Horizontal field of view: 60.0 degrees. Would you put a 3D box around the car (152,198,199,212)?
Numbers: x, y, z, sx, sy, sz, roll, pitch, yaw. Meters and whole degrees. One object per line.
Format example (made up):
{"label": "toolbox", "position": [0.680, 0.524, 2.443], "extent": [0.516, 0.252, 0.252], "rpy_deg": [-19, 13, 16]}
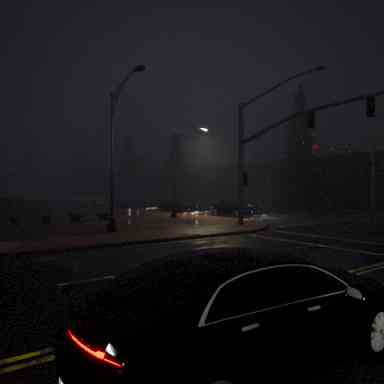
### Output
{"label": "car", "position": [-2.015, 1.547, 38.683], "extent": [2.033, 1.411, 5.357], "rpy_deg": [0, 0, -39]}

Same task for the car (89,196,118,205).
{"label": "car", "position": [-16.271, 1.478, 61.339], "extent": [5.008, 1.535, 1.882], "rpy_deg": [0, 0, 21]}

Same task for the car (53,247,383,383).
{"label": "car", "position": [0.823, 1.505, 4.384], "extent": [4.892, 1.490, 1.837], "rpy_deg": [0, 0, -35]}

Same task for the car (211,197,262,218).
{"label": "car", "position": [3.793, 1.505, 30.861], "extent": [1.837, 1.490, 4.892], "rpy_deg": [0, 0, -36]}

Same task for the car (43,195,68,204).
{"label": "car", "position": [-26.230, 1.352, 63.806], "extent": [4.553, 1.767, 2.097], "rpy_deg": [0, 0, 9]}

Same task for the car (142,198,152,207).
{"label": "car", "position": [-7.715, 1.564, 48.734], "extent": [4.181, 1.385, 1.994], "rpy_deg": [0, 0, 35]}

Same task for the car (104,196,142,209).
{"label": "car", "position": [-9.483, 1.526, 45.757], "extent": [4.674, 1.442, 1.812], "rpy_deg": [0, 0, 36]}

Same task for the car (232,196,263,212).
{"label": "car", "position": [5.231, 1.352, 34.765], "extent": [2.097, 1.767, 4.553], "rpy_deg": [0, 0, -37]}

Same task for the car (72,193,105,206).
{"label": "car", "position": [-16.722, 1.221, 54.019], "extent": [5.566, 2.045, 2.150], "rpy_deg": [0, 0, 20]}

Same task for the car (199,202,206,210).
{"label": "car", "position": [-0.363, 1.505, 41.912], "extent": [1.837, 1.490, 4.892], "rpy_deg": [0, 0, -41]}
